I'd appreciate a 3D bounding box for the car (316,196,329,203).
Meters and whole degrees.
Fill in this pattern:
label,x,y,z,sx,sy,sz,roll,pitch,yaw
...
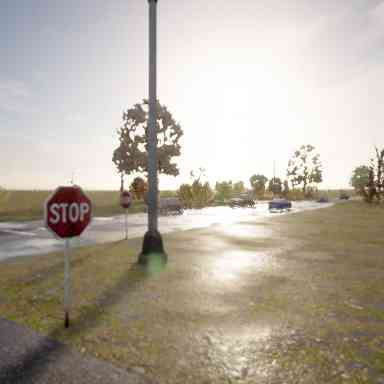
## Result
label,x,y,z,sx,sy,sz,roll,pitch,yaw
car,31.200,1.815,78.729,1.895,1.301,4.718,0,0,28

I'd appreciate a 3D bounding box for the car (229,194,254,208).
label,x,y,z,sx,sy,sz,roll,pitch,yaw
car,7.676,1.395,50.974,2.150,2.045,5.566,0,0,34

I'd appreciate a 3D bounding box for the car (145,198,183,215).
label,x,y,z,sx,sy,sz,roll,pitch,yaw
car,-2.890,1.426,35.265,2.097,1.767,4.553,0,0,34

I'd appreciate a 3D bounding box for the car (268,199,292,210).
label,x,y,z,sx,sy,sz,roll,pitch,yaw
car,11.884,1.627,44.667,1.882,1.535,5.008,0,0,34
